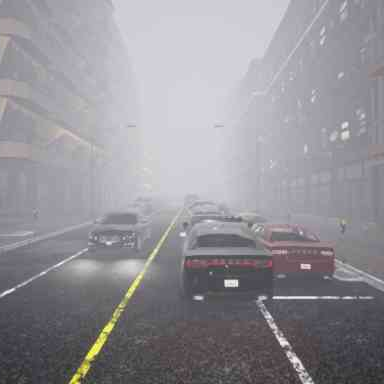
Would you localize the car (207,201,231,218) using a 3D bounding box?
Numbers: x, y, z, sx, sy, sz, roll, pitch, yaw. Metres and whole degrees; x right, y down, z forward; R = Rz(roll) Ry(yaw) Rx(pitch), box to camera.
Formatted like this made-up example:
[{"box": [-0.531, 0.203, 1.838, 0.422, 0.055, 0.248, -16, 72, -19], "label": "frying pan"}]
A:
[{"box": [2.541, 1.588, 31.875, 1.887, 1.381, 4.507, 1, 0, 0], "label": "car"}]

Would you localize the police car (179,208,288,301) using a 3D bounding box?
[{"box": [0.705, 1.431, 8.527, 1.930, 1.638, 5.238, 0, 0, 0], "label": "police car"}]

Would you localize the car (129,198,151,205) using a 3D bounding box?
[{"box": [-5.338, 1.568, 31.757, 1.752, 1.417, 4.829, 2, 0, 0], "label": "car"}]

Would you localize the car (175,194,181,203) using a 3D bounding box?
[{"box": [-2.858, 1.690, 76.551, 1.837, 1.490, 4.892, 0, 0, 0], "label": "car"}]

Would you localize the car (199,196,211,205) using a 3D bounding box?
[{"box": [2.503, 1.580, 65.061, 1.967, 1.590, 4.097, 1, 0, 0], "label": "car"}]

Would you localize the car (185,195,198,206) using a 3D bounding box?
[{"box": [-0.083, 1.473, 59.934, 2.097, 1.767, 4.553, 0, 0, 0], "label": "car"}]

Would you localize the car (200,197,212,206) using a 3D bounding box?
[{"box": [2.501, 1.664, 59.528, 1.887, 1.381, 4.507, 1, 0, 0], "label": "car"}]

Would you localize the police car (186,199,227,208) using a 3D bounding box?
[{"box": [0.801, 1.443, 18.529, 1.930, 1.638, 5.238, 0, 0, 0], "label": "police car"}]

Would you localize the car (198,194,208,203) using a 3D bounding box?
[{"box": [2.448, 1.499, 76.123, 2.192, 1.841, 5.009, 1, 0, 0], "label": "car"}]

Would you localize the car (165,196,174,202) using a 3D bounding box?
[{"box": [-5.412, 1.775, 81.701, 1.947, 1.339, 4.313, 1, 0, 0], "label": "car"}]

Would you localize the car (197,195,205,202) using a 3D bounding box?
[{"box": [2.429, 1.676, 87.185, 1.967, 1.590, 4.097, 1, 0, 0], "label": "car"}]

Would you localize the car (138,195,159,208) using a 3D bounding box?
[{"box": [-5.341, 1.370, 37.459, 2.192, 1.841, 5.009, 2, 0, 0], "label": "car"}]

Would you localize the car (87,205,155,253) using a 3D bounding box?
[{"box": [-2.865, 1.516, 13.881, 1.837, 1.490, 4.892, 0, 0, 0], "label": "car"}]

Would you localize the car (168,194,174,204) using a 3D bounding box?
[{"box": [-5.382, 1.455, 65.110, 2.192, 1.841, 5.009, 1, 0, 0], "label": "car"}]

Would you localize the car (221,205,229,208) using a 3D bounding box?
[{"box": [2.566, 1.539, 15.455, 1.752, 1.417, 4.829, 1, 0, 0], "label": "car"}]

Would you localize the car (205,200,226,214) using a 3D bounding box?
[{"box": [2.533, 1.605, 37.407, 2.008, 1.369, 4.403, 1, 0, 0], "label": "car"}]

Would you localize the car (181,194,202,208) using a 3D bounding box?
[{"box": [-0.054, 1.296, 45.523, 2.150, 2.045, 5.566, 0, 0, 0], "label": "car"}]

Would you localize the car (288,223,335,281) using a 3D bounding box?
[{"box": [2.574, 1.552, 9.753, 1.887, 1.381, 4.507, 1, 0, 0], "label": "car"}]

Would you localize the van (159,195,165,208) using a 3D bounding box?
[{"box": [-5.357, 1.424, 48.517, 1.690, 1.788, 3.998, 2, 0, 0], "label": "van"}]

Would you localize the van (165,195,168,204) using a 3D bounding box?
[{"box": [-5.366, 1.442, 54.049, 1.690, 1.788, 3.998, 1, 0, 0], "label": "van"}]

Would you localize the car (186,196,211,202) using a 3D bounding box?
[{"box": [0.792, 1.379, 24.392, 2.097, 1.767, 4.553, 0, 0, 0], "label": "car"}]
